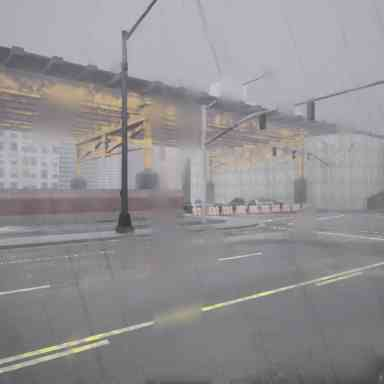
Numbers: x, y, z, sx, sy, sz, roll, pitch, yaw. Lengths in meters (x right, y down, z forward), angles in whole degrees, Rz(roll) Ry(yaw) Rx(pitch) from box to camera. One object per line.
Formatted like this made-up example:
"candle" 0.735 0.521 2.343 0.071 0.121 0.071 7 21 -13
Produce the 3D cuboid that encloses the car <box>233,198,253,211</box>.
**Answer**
"car" 5.268 1.453 37.940 2.038 1.542 4.974 0 0 18

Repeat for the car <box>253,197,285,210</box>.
"car" 9.128 1.295 41.693 4.536 1.218 1.853 0 0 -7

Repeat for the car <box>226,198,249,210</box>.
"car" 5.284 1.295 37.990 1.853 1.218 4.536 0 0 18

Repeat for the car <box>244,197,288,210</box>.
"car" 9.179 1.453 41.700 4.974 1.542 2.038 0 0 -7

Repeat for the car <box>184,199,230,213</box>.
"car" 1.472 1.295 35.263 4.536 1.218 1.853 0 0 8

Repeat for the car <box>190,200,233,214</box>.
"car" 1.523 1.453 35.256 4.974 1.542 2.038 0 0 8
